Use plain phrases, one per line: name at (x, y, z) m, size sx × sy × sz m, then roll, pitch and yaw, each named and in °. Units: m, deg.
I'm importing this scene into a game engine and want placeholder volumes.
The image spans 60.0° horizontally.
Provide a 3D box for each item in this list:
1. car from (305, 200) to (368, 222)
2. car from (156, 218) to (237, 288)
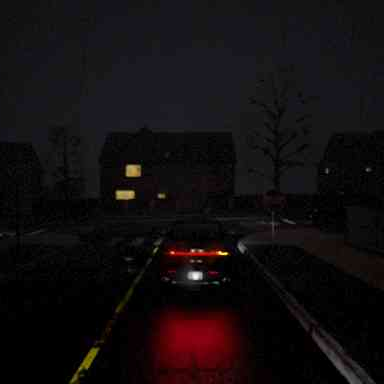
car at (10.131, 1.246, 22.329) m, size 4.718 × 1.301 × 1.895 m, roll -1°, pitch 1°, yaw -2°
car at (0.157, 1.481, 9.173) m, size 1.837 × 1.490 × 4.892 m, roll 0°, pitch -1°, yaw 2°
